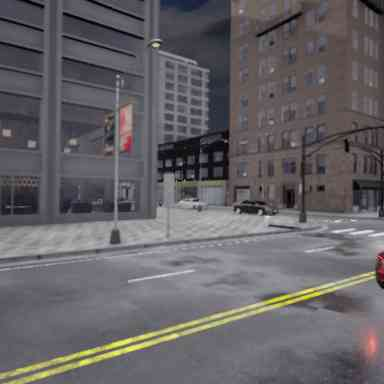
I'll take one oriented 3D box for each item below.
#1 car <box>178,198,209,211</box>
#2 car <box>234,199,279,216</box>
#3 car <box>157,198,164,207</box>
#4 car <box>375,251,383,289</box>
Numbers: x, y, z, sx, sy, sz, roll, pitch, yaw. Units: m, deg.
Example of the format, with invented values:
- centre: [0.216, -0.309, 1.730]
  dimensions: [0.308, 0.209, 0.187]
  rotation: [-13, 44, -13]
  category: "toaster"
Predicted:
- centre: [0.121, 1.469, 40.097]
  dimensions: [1.812, 1.442, 4.674]
  rotation: [1, 0, -36]
  category: "car"
- centre: [6.071, 1.489, 31.834]
  dimensions: [1.837, 1.490, 4.892]
  rotation: [1, 0, -36]
  category: "car"
- centre: [-5.950, 1.406, 48.504]
  dimensions: [1.837, 1.490, 4.892]
  rotation: [1, 0, -36]
  category: "car"
- centre: [6.065, 1.559, 7.783]
  dimensions: [4.674, 1.442, 1.812]
  rotation: [0, 0, -36]
  category: "car"
